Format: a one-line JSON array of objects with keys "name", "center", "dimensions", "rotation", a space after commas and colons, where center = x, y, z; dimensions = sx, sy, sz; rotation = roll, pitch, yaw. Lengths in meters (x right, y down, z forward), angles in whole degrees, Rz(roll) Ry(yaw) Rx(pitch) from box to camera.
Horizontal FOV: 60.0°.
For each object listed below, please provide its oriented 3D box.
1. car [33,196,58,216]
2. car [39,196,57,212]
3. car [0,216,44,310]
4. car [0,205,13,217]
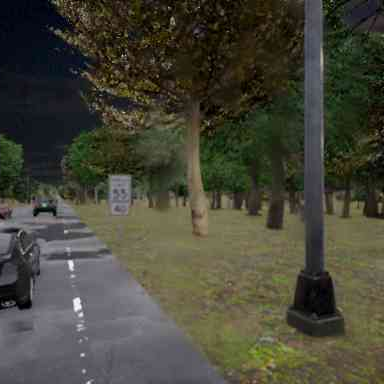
[{"name": "car", "center": [-15.545, 1.468, 35.349], "dimensions": [2.150, 2.045, 5.566], "rotation": [0, 0, -21]}, {"name": "car", "center": [-19.569, 1.571, 45.347], "dimensions": [2.150, 2.045, 5.566], "rotation": [0, -1, -22]}, {"name": "car", "center": [-4.508, 1.538, 7.485], "dimensions": [1.837, 1.490, 4.892], "rotation": [0, 0, -22]}, {"name": "car", "center": [-16.856, 1.807, 28.827], "dimensions": [1.895, 1.301, 4.718], "rotation": [0, 0, -21]}]
